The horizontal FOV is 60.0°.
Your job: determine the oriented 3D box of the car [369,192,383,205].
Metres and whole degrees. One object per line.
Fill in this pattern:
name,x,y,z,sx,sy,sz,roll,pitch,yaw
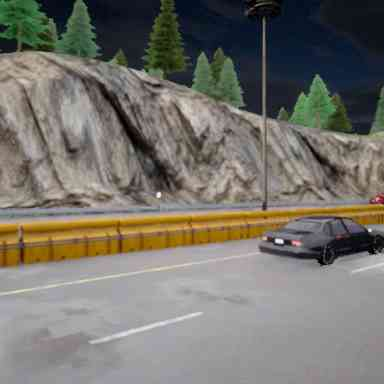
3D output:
car,30.016,1.074,51.509,5.566,2.045,2.150,0,0,-24

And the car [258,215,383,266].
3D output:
car,4.673,1.520,11.466,5.357,1.411,2.033,0,0,-35
